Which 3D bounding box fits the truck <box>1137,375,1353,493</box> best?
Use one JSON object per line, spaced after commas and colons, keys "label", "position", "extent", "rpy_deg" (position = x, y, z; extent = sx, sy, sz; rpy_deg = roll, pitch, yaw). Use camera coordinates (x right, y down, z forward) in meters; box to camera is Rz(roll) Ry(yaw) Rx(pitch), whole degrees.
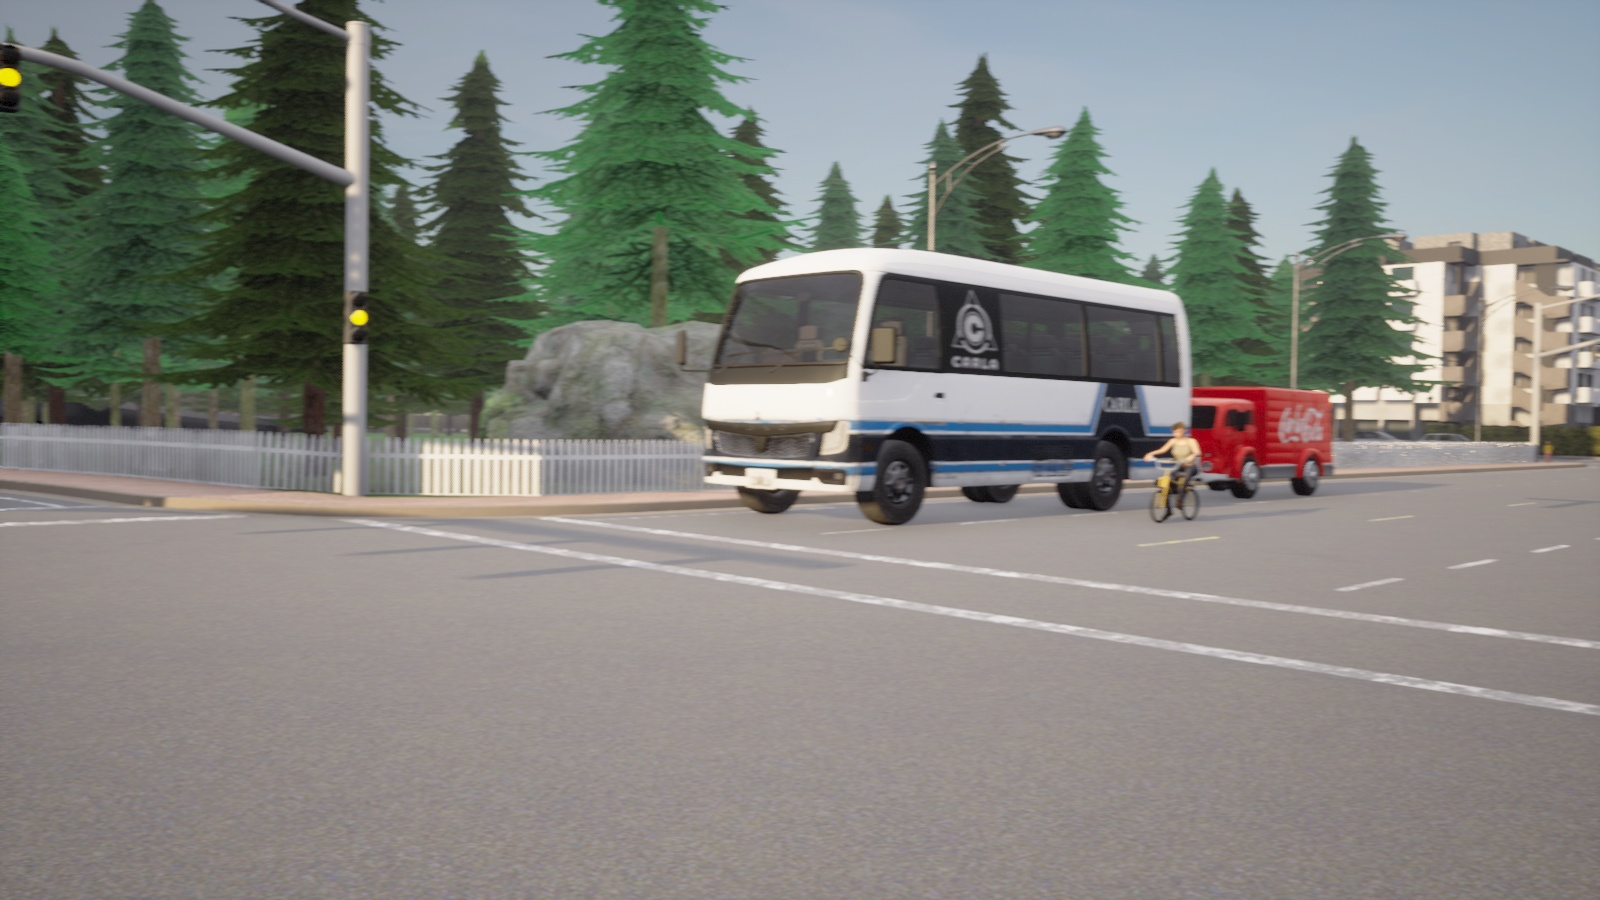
{"label": "truck", "position": [10.284, -0.393, 28.838], "extent": [5.204, 2.467, 2.627], "rpy_deg": [-1, 2, -44]}

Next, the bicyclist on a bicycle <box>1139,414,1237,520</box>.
{"label": "bicyclist on a bicycle", "position": [6.174, 0.235, 19.974], "extent": [1.509, 1.612, 0.866], "rpy_deg": [-1, 2, -44]}

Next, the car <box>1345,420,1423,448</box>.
{"label": "car", "position": [33.832, -0.952, 72.825], "extent": [1.789, 1.549, 3.705], "rpy_deg": [-1, 2, -43]}

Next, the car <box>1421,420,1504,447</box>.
{"label": "car", "position": [38.477, -0.978, 72.952], "extent": [1.970, 1.475, 3.806], "rpy_deg": [-1, 2, -42]}

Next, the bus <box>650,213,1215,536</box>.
{"label": "bus", "position": [2.761, -1.104, 21.519], "extent": [10.273, 4.253, 3.944], "rpy_deg": [-1, 2, -44]}
